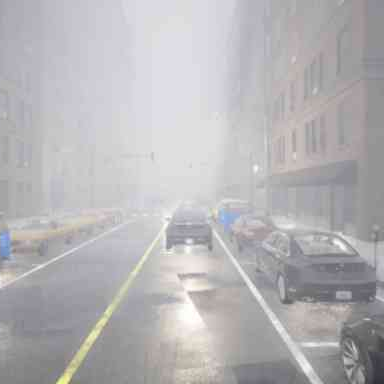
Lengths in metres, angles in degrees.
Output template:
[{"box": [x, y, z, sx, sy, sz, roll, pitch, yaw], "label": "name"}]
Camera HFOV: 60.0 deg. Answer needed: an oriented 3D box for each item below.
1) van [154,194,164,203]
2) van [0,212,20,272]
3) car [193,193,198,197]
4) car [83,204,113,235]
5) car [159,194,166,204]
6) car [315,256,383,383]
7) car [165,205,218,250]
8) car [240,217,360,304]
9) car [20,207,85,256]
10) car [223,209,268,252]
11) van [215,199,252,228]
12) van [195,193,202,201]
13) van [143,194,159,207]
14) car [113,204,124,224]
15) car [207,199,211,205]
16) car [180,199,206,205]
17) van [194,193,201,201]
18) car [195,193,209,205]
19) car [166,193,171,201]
[{"box": [-6.785, 1.336, 68.728, 1.690, 1.788, 3.998, 0, 0, -1], "label": "van"}, {"box": [-5.948, 1.380, 7.774, 1.690, 1.788, 3.998, 0, 0, -1], "label": "van"}, {"box": [1.816, 1.266, 63.275, 2.192, 1.841, 5.009, 0, 0, -1], "label": "car"}, {"box": [-6.100, 1.562, 18.942, 1.752, 1.417, 4.829, 0, 0, -1], "label": "car"}, {"box": [-6.708, 1.318, 63.143, 2.192, 1.841, 5.009, 0, 0, -1], "label": "car"}, {"box": [2.656, 1.551, 2.237, 1.947, 1.339, 4.313, 0, 0, -1], "label": "car"}, {"box": [-0.103, 1.508, 14.257, 1.837, 1.490, 4.892, 0, 0, 0], "label": "car"}, {"box": [2.578, 1.538, 7.905, 2.008, 1.369, 4.403, 0, 0, -1], "label": "car"}, {"box": [-6.022, 1.564, 13.273, 1.752, 1.417, 4.829, 0, 0, -1], "label": "car"}, {"box": [2.500, 1.569, 13.575, 1.802, 1.307, 4.206, 0, 0, -1], "label": "car"}, {"box": [2.421, 1.326, 19.244, 1.690, 1.788, 3.998, 0, 0, -1], "label": "van"}, {"box": [1.587, 1.263, 80.029, 1.690, 1.788, 3.998, 0, 0, -1], "label": "van"}, {"box": [-6.555, 1.355, 51.971, 1.690, 1.788, 3.998, 0, 0, -1], "label": "van"}, {"box": [-6.180, 1.583, 24.778, 2.008, 1.369, 4.403, 0, 0, -1], "label": "car"}, {"box": [2.342, 1.506, 25.083, 1.752, 1.417, 4.829, 0, 0, -1], "label": "car"}, {"box": [-0.269, 1.544, 24.962, 2.033, 1.411, 5.357, 0, 0, -1], "label": "car"}, {"box": [1.510, 1.250, 85.613, 1.690, 1.788, 3.998, 0, 0, -1], "label": "van"}, {"box": [1.970, 1.403, 52.106, 1.967, 1.590, 4.097, 0, 0, -1], "label": "car"}, {"box": [-7.013, 1.505, 85.486, 1.887, 1.381, 4.507, 0, 0, -1], "label": "car"}]
